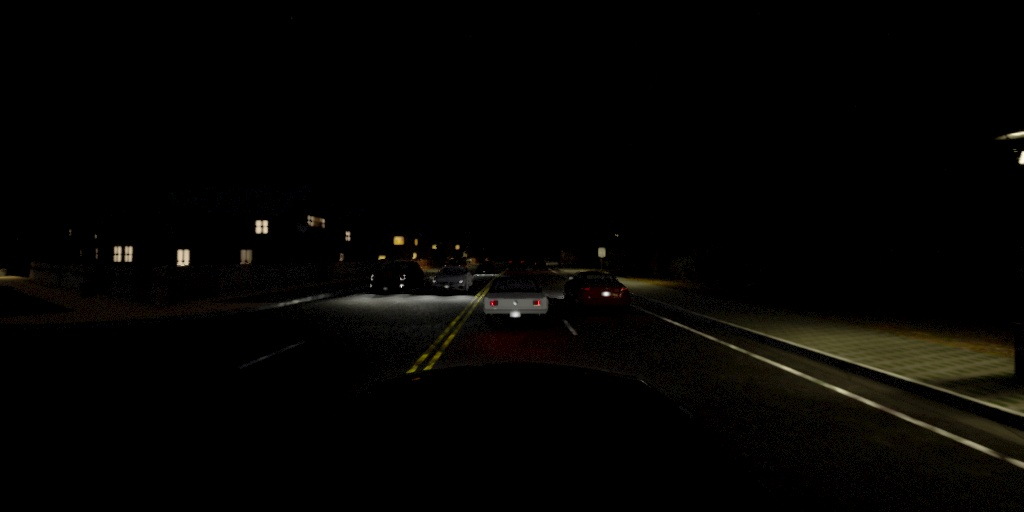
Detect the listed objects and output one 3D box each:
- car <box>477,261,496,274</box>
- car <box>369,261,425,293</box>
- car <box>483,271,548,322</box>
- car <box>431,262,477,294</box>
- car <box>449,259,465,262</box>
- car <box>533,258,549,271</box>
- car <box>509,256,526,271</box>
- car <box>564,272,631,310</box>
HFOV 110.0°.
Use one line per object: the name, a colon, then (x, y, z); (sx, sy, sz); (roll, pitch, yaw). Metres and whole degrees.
car: (-2.927, 1.326, 41.322); (2.033, 1.411, 5.357); (0, 0, 2)
car: (-6.554, 1.120, 20.843); (2.097, 1.767, 4.553); (0, 0, 0)
car: (0.103, 1.361, 12.349); (1.895, 1.301, 4.718); (0, 0, 0)
car: (-3.309, 1.293, 20.567); (1.812, 1.442, 4.674); (0, 0, 0)
car: (-6.222, 1.132, 39.652); (2.097, 1.767, 4.553); (0, 0, 2)
car: (4.047, 1.126, 50.815); (2.097, 1.767, 4.553); (0, 0, 3)
car: (0.765, 0.999, 50.319); (2.150, 2.045, 5.566); (0, 0, 3)
car: (3.357, 1.326, 14.780); (1.994, 1.385, 4.181); (0, 0, 0)
